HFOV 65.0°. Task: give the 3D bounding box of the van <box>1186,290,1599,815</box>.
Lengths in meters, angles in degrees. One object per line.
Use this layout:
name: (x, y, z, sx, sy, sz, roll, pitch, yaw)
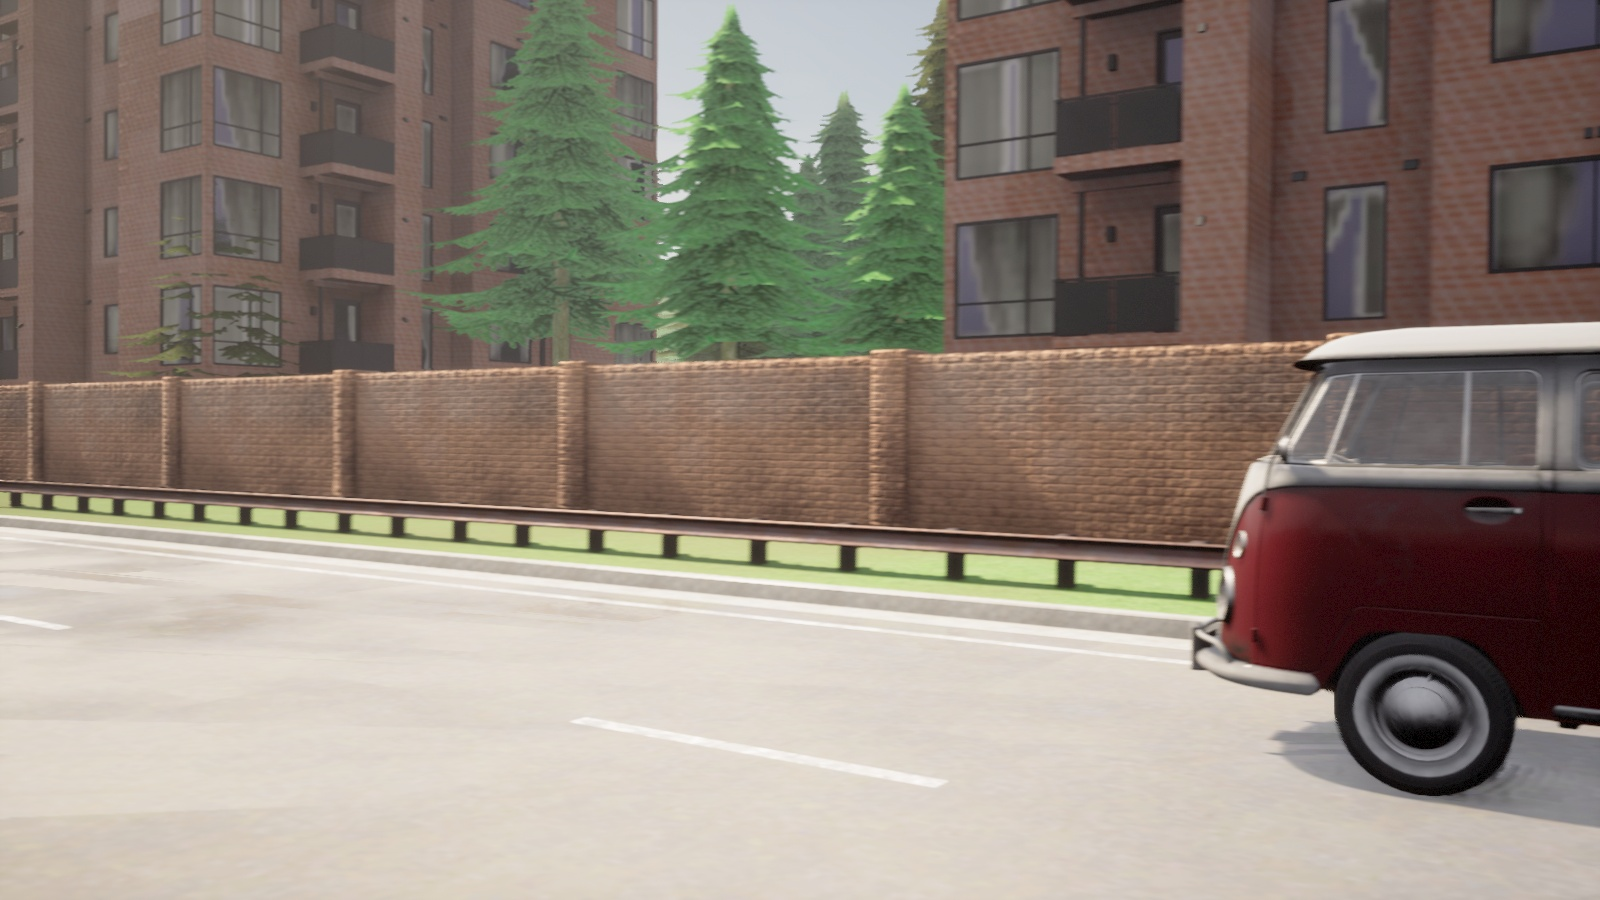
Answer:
van: (4.070, 0.376, 5.116, 4.442, 1.987, 1.775, 0, 1, 34)
